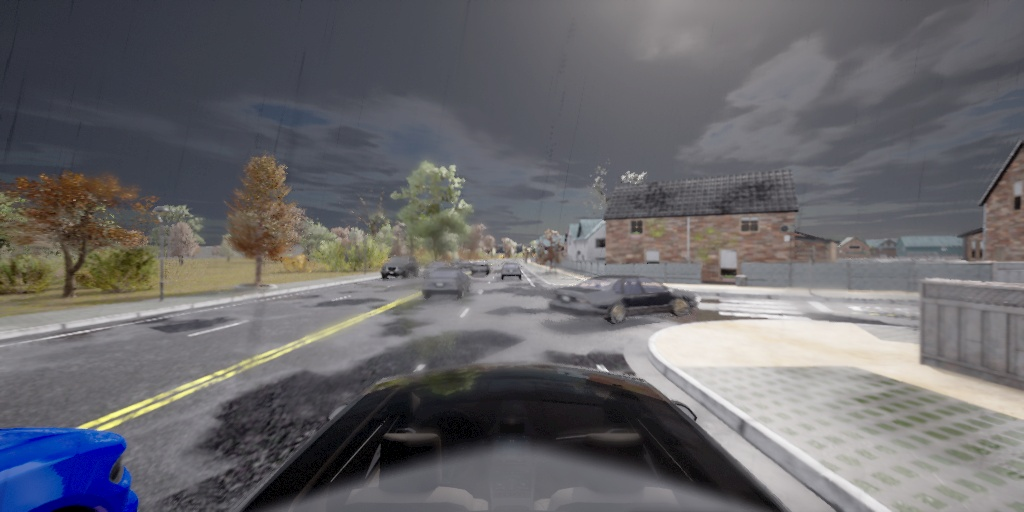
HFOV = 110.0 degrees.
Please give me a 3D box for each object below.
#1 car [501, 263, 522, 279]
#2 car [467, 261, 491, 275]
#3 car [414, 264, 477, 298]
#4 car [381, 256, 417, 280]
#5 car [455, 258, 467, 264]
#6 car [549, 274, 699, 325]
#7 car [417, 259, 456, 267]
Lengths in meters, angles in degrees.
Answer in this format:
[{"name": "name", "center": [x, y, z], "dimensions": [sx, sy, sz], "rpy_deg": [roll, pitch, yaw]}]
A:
[{"name": "car", "center": [-0.070, 1.358, 33.414], "dimensions": [2.033, 1.411, 5.357], "rpy_deg": [0, 0, 0]}, {"name": "car", "center": [-3.356, 1.313, 39.330], "dimensions": [2.128, 1.511, 4.902], "rpy_deg": [0, 0, 0]}, {"name": "car", "center": [-3.236, 1.333, 18.525], "dimensions": [2.033, 1.411, 5.357], "rpy_deg": [0, 0, 0]}, {"name": "car", "center": [-10.015, 1.035, 32.563], "dimensions": [2.150, 2.045, 5.566], "rpy_deg": [0, 0, 0]}, {"name": "car", "center": [-6.839, 1.405, 52.616], "dimensions": [1.994, 1.385, 4.181], "rpy_deg": [0, 0, 0]}, {"name": "car", "center": [3.807, 1.322, 11.892], "dimensions": [5.357, 1.411, 2.033], "rpy_deg": [0, 0, -30]}, {"name": "car", "center": [-6.764, 1.305, 32.637], "dimensions": [2.128, 1.511, 4.902], "rpy_deg": [0, 0, 0]}]
